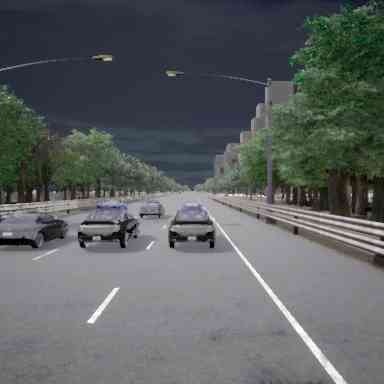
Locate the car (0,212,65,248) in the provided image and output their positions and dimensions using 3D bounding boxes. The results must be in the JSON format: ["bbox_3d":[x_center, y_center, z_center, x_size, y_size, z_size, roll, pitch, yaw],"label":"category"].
[{"bbox_3d":[-7.000,1.567,14.650,1.994,1.385,4.181,0,0,0],"label":"car"}]

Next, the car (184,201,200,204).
[{"bbox_3d":[0.000,1.514,29.649,1.812,1.442,4.674,0,0,0],"label":"car"}]

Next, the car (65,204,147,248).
[{"bbox_3d":[-3.500,1.489,14.650,2.128,1.511,4.902,0,0,0],"label":"car"}]

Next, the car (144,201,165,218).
[{"bbox_3d":[-3.500,1.544,29.650,2.033,1.411,5.357,0,0,0],"label":"car"}]

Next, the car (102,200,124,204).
[{"bbox_3d":[-7.000,1.466,29.650,1.882,1.535,5.008,0,0,0],"label":"car"}]

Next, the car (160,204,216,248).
[{"bbox_3d":[0.000,1.490,14.650,2.128,1.511,4.902,0,0,0],"label":"car"}]
